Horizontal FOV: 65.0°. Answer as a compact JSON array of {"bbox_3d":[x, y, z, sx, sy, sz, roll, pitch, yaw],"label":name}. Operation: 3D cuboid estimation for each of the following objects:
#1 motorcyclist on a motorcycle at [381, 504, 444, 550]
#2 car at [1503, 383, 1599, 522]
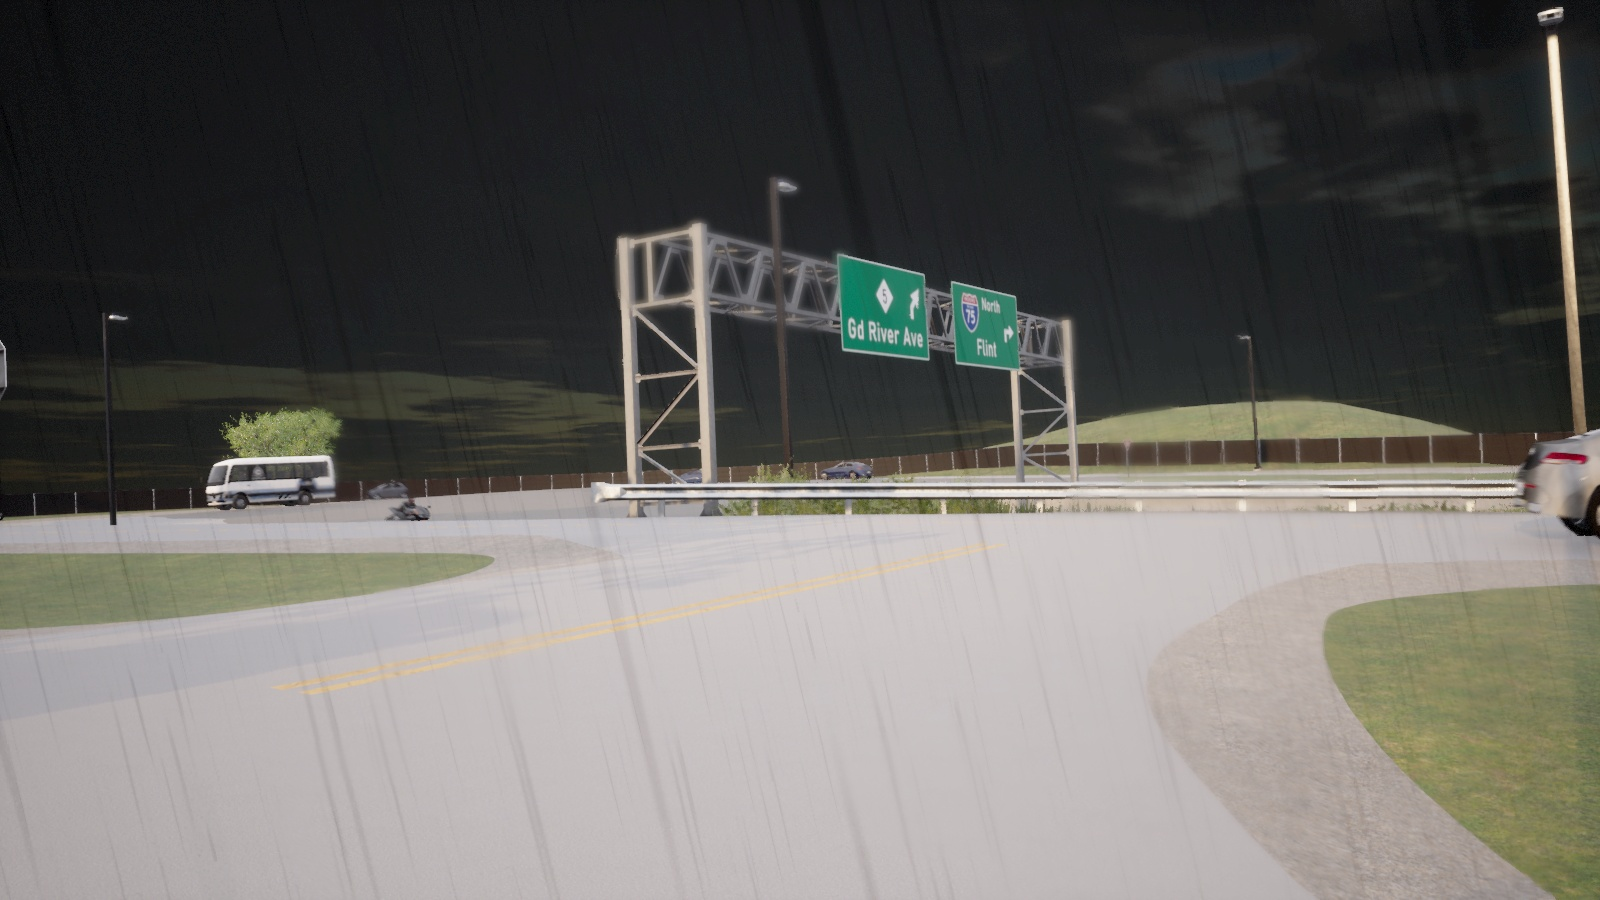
[{"bbox_3d":[-13.448,2.673,43.549,2.191,1.530,0.866,-4,-1,36],"label":"motorcyclist on a motorcycle"},{"bbox_3d":[11.633,-0.038,15.346,5.027,1.651,2.152,-2,0,22],"label":"car"}]
